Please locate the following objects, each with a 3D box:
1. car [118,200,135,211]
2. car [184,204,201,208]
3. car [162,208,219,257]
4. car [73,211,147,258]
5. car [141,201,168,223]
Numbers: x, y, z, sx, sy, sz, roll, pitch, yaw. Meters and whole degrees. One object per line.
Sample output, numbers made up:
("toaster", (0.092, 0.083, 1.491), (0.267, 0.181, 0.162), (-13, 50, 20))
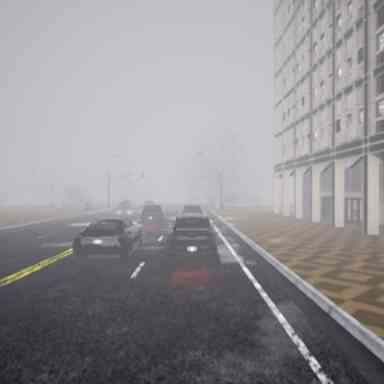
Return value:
("car", (-9.777, 1.946, 49.785), (1.882, 1.535, 5.008), (0, -1, 1))
("car", (0.022, 1.785, 28.488), (1.837, 1.490, 4.892), (0, 0, 1))
("car", (0.022, 1.643, 13.483), (1.837, 1.490, 4.892), (0, 0, 1))
("car", (-3.227, 1.700, 13.458), (1.994, 1.385, 4.181), (0, 0, 0))
("car", (-3.228, 1.785, 28.482), (1.837, 1.490, 4.892), (0, 0, 0))
